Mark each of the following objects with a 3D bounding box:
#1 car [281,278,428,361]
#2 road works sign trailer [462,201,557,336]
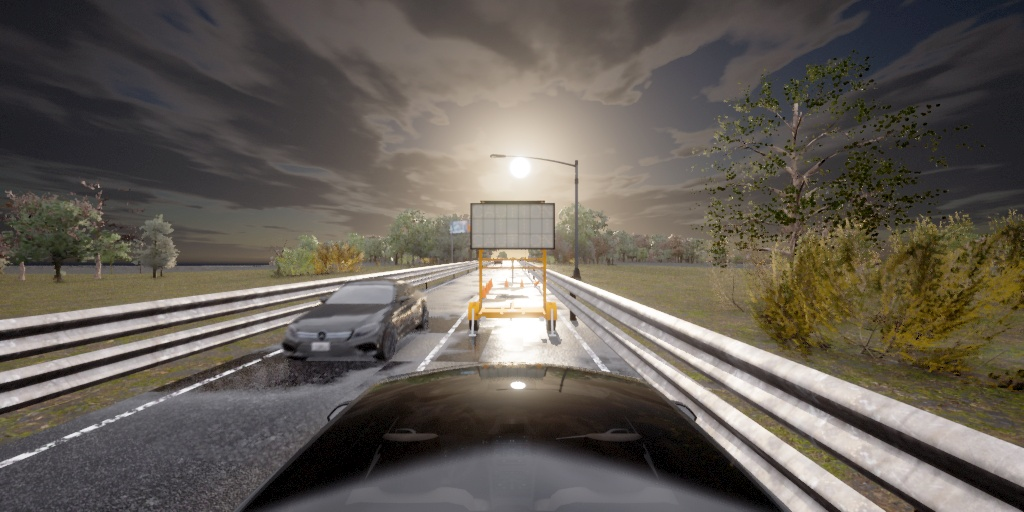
[{"bbox_3d":[-3.242,1.278,8.414,1.812,1.442,4.674,0,0,0],"label":"car"},{"bbox_3d":[0.021,0.218,10.343,2.380,3.560,2.880,0,0,0],"label":"road works sign trailer"}]
